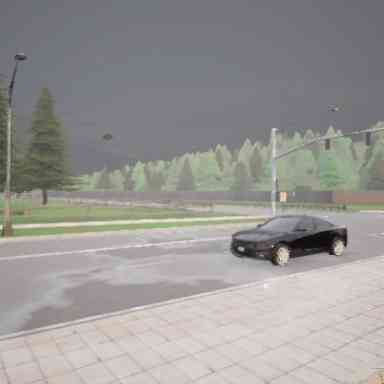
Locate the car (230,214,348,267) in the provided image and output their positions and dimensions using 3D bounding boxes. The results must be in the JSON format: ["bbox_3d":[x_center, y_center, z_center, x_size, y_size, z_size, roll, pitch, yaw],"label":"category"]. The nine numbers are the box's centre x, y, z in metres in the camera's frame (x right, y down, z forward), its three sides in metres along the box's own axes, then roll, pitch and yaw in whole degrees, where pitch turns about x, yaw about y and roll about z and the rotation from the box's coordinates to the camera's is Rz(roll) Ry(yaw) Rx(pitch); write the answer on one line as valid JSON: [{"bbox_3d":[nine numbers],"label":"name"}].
[{"bbox_3d":[3.614,1.573,12.023,5.008,1.535,1.882,1,0,-35],"label":"car"}]
